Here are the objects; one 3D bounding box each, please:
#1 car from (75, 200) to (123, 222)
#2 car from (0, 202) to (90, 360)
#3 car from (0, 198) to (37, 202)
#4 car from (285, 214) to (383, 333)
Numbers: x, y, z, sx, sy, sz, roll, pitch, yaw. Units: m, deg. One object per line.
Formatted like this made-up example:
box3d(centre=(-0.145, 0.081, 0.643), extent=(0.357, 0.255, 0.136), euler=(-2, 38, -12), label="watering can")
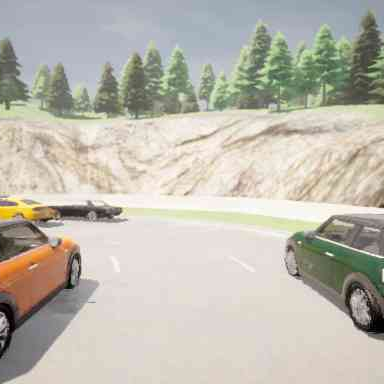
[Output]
box3d(centre=(-6.989, 1.158, 21.593), extent=(4.718, 1.301, 1.895), euler=(0, 1, 23), label="car")
box3d(centre=(-3.501, 1.232, 5.710), extent=(2.097, 1.767, 4.553), euler=(0, 1, -2), label="car")
box3d(centre=(-10.374, 1.087, 18.976), extent=(5.008, 1.535, 1.882), euler=(0, 0, 15), label="car")
box3d(centre=(3.521, 1.212, 6.752), extent=(2.097, 1.767, 4.553), euler=(0, 1, -3), label="car")
